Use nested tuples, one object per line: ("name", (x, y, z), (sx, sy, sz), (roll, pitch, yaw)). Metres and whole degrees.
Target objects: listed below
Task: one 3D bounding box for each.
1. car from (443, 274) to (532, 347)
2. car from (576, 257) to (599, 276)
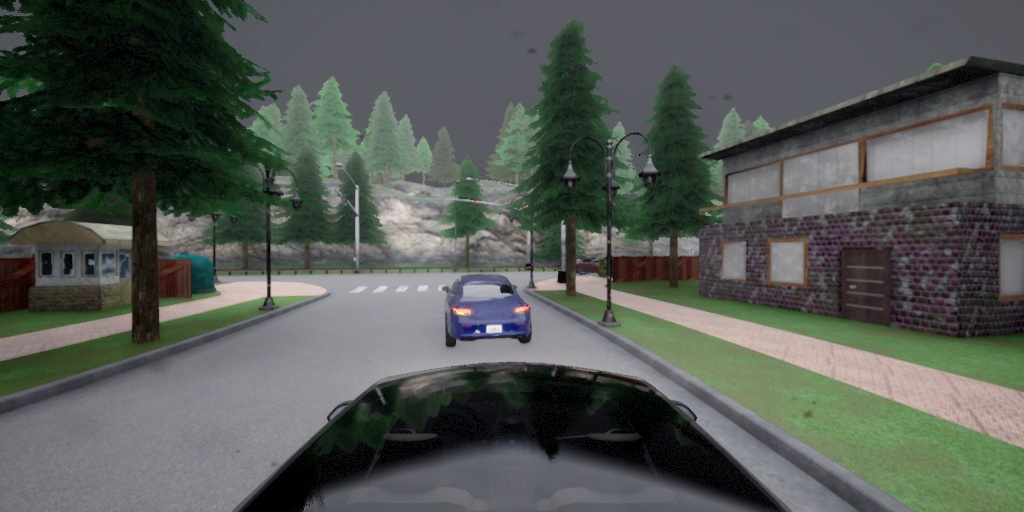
("car", (-0.756, 1.181, 9.020), (1.812, 1.442, 4.674), (0, 1, -11))
("car", (6.289, 0.776, 27.801), (4.674, 1.442, 1.812), (0, 1, -12))
